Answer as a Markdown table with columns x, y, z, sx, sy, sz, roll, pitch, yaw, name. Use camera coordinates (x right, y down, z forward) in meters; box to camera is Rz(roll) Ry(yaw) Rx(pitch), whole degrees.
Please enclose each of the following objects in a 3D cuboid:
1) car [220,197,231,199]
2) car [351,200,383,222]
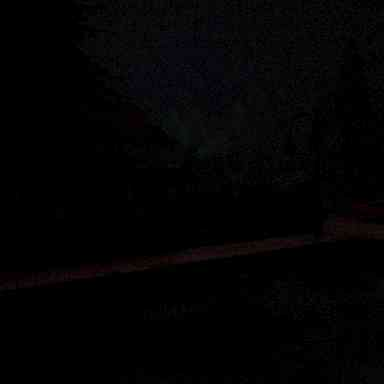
| x | y | z | sx | sy | sz | roll | pitch | yaw | name |
| --- | --- | --- | --- | --- | --- | --- | --- | --- | --- |
| 3.693 | 1.343 | 35.751 | 1.837 | 1.490 | 4.892 | 0 | 0 | -36 | car |
| 13.360 | 1.315 | 22.299 | 1.882 | 1.535 | 5.008 | 0 | 0 | -36 | car |
